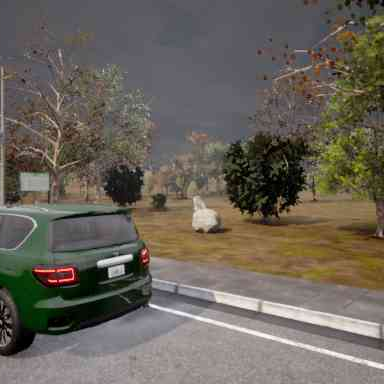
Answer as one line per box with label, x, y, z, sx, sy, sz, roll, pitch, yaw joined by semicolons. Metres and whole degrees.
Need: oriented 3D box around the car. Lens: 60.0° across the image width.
car;-3.265;1.221;6.299;5.566;2.045;2.150;0;0;35
